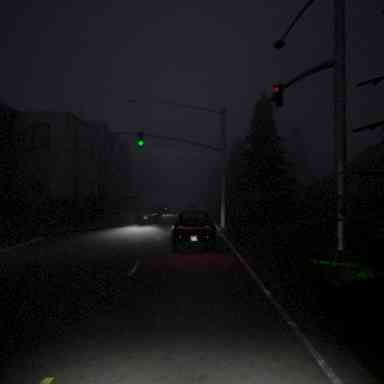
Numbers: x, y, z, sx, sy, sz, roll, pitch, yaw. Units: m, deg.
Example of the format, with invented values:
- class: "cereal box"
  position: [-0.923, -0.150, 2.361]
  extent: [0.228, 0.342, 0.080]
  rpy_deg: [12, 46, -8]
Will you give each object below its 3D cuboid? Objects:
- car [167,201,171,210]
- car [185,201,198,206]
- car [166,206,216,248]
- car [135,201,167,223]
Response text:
- class: "car"
  position: [-3.634, 1.910, 41.423]
  extent: [1.837, 1.490, 4.892]
  rpy_deg: [0, -1, 0]
- class: "car"
  position: [-0.072, 2.093, 54.332]
  extent: [1.994, 1.385, 4.181]
  rpy_deg: [0, -1, 0]
- class: "car"
  position: [0.080, 1.643, 15.452]
  extent: [2.128, 1.511, 4.902]
  rpy_deg: [0, -1, 0]
- class: "car"
  position: [-3.629, 1.768, 28.309]
  extent: [2.128, 1.511, 4.902]
  rpy_deg: [0, -1, 0]
